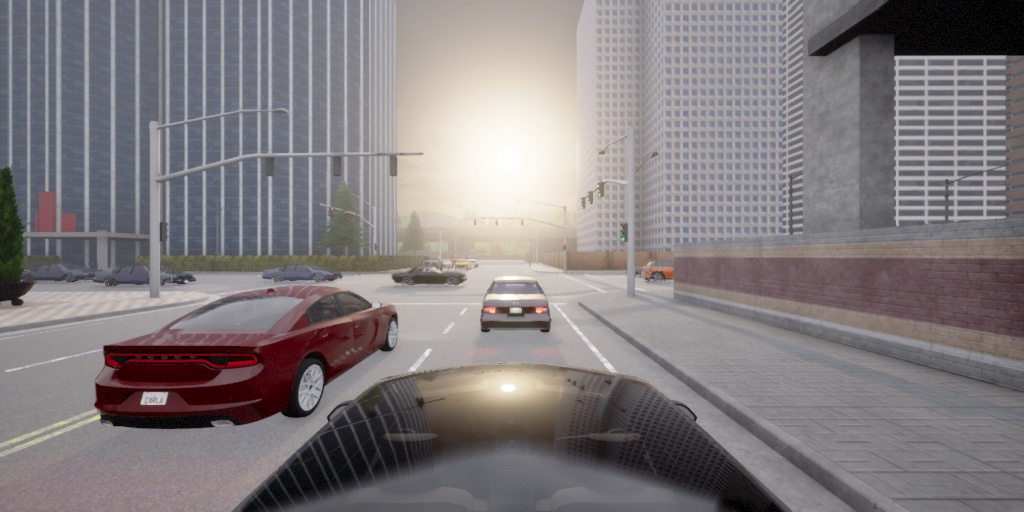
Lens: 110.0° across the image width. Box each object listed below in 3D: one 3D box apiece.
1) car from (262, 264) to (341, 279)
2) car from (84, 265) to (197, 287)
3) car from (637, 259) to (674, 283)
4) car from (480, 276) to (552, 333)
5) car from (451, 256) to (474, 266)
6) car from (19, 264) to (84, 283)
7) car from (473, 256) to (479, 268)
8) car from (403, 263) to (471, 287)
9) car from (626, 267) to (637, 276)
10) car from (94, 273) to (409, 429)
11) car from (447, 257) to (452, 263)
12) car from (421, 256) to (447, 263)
[{"bbox_3d":[-15.862,1.289,27.235,5.357,1.411,2.033,0,0,-1],"label":"car"},{"bbox_3d":[-24.155,1.290,23.649,5.357,1.411,2.033,0,0,0],"label":"car"},{"bbox_3d":[12.441,1.094,27.538,4.553,1.767,2.097,0,0,0],"label":"car"},{"bbox_3d":[0.090,1.295,10.757,2.033,1.411,5.357,0,0,0],"label":"car"},{"bbox_3d":[-7.063,1.212,51.959,1.882,1.535,5.008,0,0,0],"label":"car"},{"bbox_3d":[-33.940,1.289,27.091,5.357,1.411,2.033,0,0,0],"label":"car"},{"bbox_3d":[-7.031,0.952,61.800,2.150,2.045,5.566,0,0,0],"label":"car"},{"bbox_3d":[-5.374,1.344,23.885,4.718,1.301,1.895,0,0,-1],"label":"car"},{"bbox_3d":[13.912,1.287,34.737,5.357,1.411,2.033,0,0,0],"label":"car"},{"bbox_3d":[-3.440,1.226,5.944,1.882,1.535,5.008,0,0,0],"label":"car"},{"bbox_3d":[-10.551,1.258,56.892,1.812,1.442,4.674,0,0,0],"label":"car"},{"bbox_3d":[-10.569,0.958,47.353,2.150,2.045,5.566,0,0,0],"label":"car"}]
